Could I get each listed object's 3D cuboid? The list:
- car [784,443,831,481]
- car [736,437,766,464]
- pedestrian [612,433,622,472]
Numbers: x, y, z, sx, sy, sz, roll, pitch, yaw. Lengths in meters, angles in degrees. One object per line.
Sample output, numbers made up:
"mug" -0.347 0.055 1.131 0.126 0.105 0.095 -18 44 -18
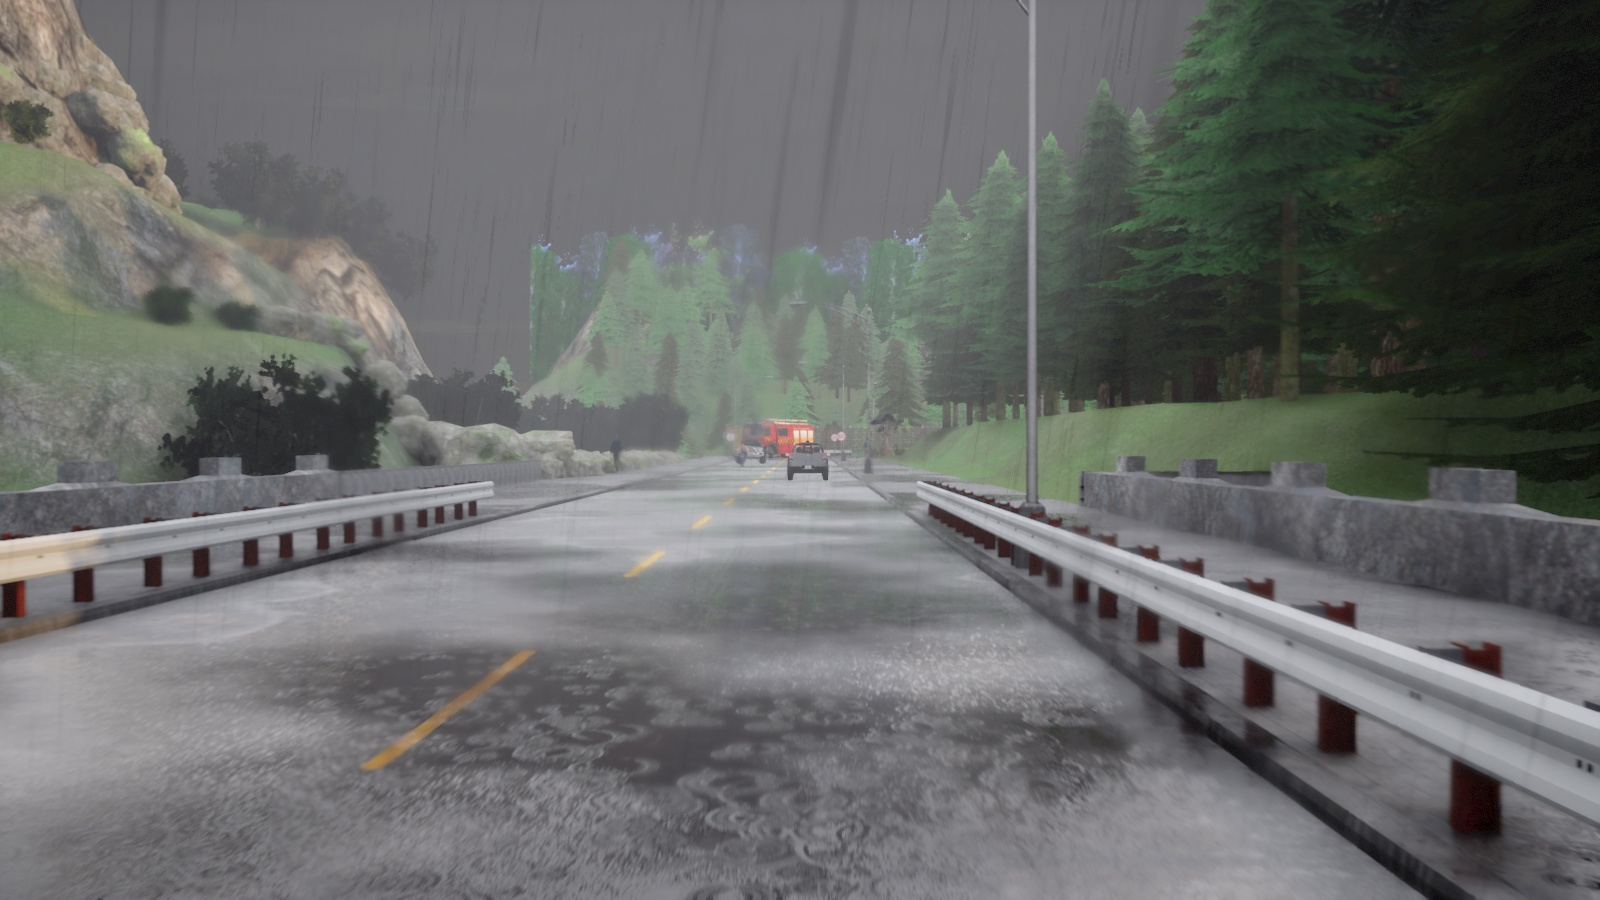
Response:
"car" 0.320 0.471 51.381 1.845 1.501 3.633 0 0 0
"car" -3.463 0.060 89.050 1.932 1.855 4.605 0 0 0
"pedestrian" -8.787 0.110 60.168 0.402 1.842 0.726 0 0 -3
